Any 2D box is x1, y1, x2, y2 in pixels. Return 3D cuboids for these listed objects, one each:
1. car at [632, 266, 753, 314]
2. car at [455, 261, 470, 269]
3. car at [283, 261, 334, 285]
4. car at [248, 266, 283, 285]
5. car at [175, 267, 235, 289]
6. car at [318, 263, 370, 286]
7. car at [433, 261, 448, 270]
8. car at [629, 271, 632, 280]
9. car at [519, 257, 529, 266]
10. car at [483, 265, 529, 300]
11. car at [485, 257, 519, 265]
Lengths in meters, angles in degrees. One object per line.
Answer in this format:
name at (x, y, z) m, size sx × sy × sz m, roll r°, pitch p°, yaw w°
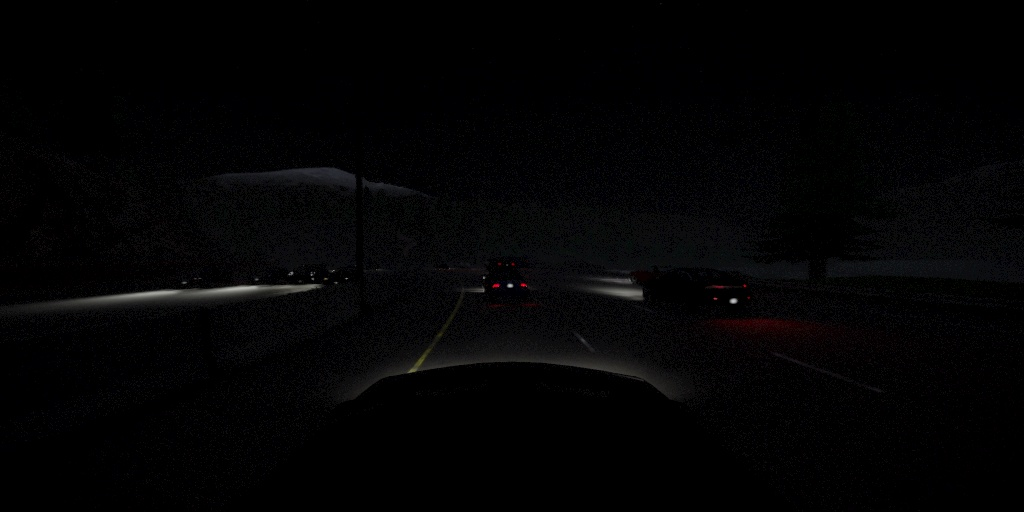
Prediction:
car at (6.701, 1.190, 13.587) m, size 2.128 × 1.511 × 4.902 m, roll -1°, pitch 0°, yaw -5°
car at (-8.816, 1.582, 63.515) m, size 1.812 × 1.442 × 4.674 m, roll 0°, pitch -1°, yaw -24°
car at (-17.005, 1.412, 30.212) m, size 2.097 × 1.767 × 4.553 m, roll -1°, pitch 0°, yaw -12°
car at (-20.682, 1.605, 30.740) m, size 2.128 × 1.511 × 4.902 m, roll -1°, pitch 0°, yaw -12°
car at (-23.637, 1.632, 27.770) m, size 2.128 × 1.511 × 4.902 m, roll -1°, pitch 0°, yaw -11°
car at (-13.003, 1.550, 28.169) m, size 2.033 × 1.411 × 5.357 m, roll -1°, pitch 0°, yaw -10°
car at (-12.501, 1.630, 63.146) m, size 1.812 × 1.442 × 4.674 m, roll 0°, pitch -1°, yaw -25°
car at (9.513, 1.292, 23.396) m, size 1.895 × 1.301 × 4.718 m, roll -1°, pitch 0°, yaw -8°
car at (0.910, 1.135, 58.523) m, size 2.150 × 2.045 × 5.566 m, roll 0°, pitch 0°, yaw -22°
car at (-0.416, 1.353, 18.136) m, size 2.033 × 1.411 × 5.357 m, roll -1°, pitch 0°, yaw -8°
car at (-1.295, 1.111, 42.155) m, size 2.150 × 2.045 × 5.566 m, roll 0°, pitch -1°, yaw -16°
